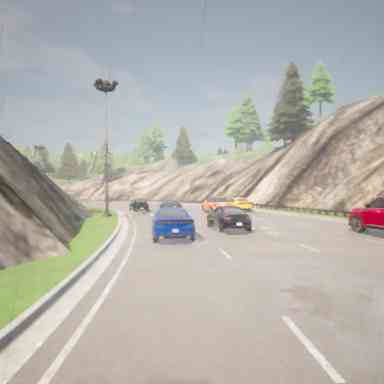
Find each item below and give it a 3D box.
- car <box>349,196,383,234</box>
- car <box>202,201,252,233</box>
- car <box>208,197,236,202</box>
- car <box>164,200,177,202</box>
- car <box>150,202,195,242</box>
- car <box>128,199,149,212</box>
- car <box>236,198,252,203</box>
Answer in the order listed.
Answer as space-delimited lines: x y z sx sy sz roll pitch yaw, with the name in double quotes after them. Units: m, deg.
9.728 1.116 15.526 2.150 2.045 5.566 0 0 -7 "car"
2.078 1.507 19.451 1.812 1.442 4.674 0 0 -9 "car"
2.480 1.333 34.705 2.097 1.767 4.553 -1 0 -14 "car"
-2.603 1.603 39.430 1.994 1.385 4.181 0 0 -19 "car"
-1.033 1.494 16.526 1.882 1.535 5.008 0 0 -8 "car"
-6.443 1.588 39.853 1.837 1.490 4.892 1 0 -20 "car"
5.209 1.429 38.261 1.882 1.535 5.008 0 0 -15 "car"
